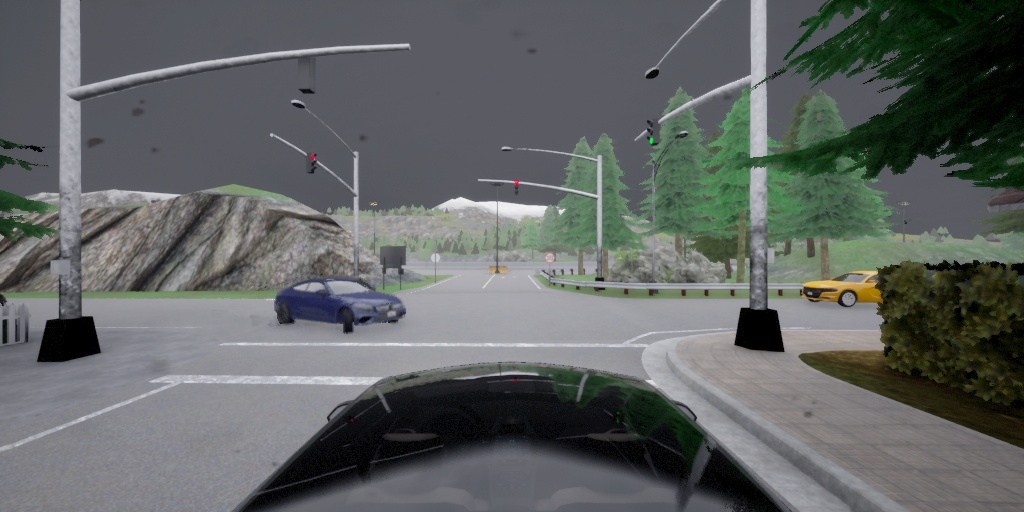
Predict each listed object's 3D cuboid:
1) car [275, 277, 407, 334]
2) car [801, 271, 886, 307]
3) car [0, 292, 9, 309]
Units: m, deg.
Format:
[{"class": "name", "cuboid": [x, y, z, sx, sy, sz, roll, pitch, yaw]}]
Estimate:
[{"class": "car", "cuboid": [-5.379, 1.380, 11.070, 4.674, 1.442, 1.812, -1, -1, 28]}, {"class": "car", "cuboid": [15.955, 1.419, 16.176, 5.008, 1.535, 1.882, 0, 0, 0]}, {"class": "car", "cuboid": [-21.062, 1.448, 12.655, 4.892, 1.490, 1.837, -1, 0, 0]}]
